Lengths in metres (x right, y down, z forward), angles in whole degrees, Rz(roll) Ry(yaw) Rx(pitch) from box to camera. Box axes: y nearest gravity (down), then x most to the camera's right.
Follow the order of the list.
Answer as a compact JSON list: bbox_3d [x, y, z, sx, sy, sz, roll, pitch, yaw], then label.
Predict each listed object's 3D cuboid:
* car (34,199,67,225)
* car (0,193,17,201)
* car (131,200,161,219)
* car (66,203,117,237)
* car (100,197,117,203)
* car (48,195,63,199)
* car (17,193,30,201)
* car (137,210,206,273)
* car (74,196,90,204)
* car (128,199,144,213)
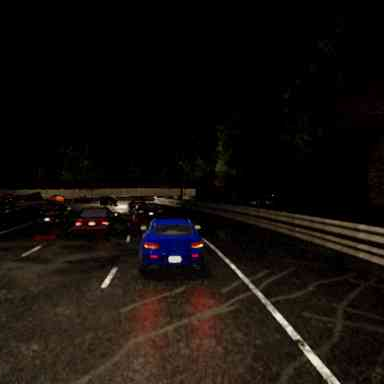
[{"bbox_3d":[-9.994,1.524,24.050,1.837,1.490,4.892,0,0,-13],"label":"car"},{"bbox_3d":[-45.942,1.298,81.467,5.566,2.045,2.150,0,0,37],"label":"car"},{"bbox_3d":[-3.453,1.562,26.276,1.994,1.385,4.181,0,0,-14],"label":"car"},{"bbox_3d":[-5.214,1.555,18.332,2.033,1.411,5.357,0,0,-10],"label":"car"},{"bbox_3d":[-12.913,1.519,51.216,1.837,1.490,4.892,0,0,-27],"label":"car"},{"bbox_3d":[-32.159,1.417,78.224,2.097,1.767,4.553,0,0,-45],"label":"car"},{"bbox_3d":[-43.697,1.560,84.156,4.892,1.490,1.837,0,0,37],"label":"car"},{"bbox_3d":[-0.665,1.523,10.646,1.812,1.442,4.674,0,0,-6],"label":"car"},{"bbox_3d":[-21.822,1.557,65.930,2.128,1.511,4.902,0,0,-37],"label":"car"},{"bbox_3d":[-5.808,1.491,35.681,2.128,1.511,4.902,0,0,-15],"label":"car"}]
